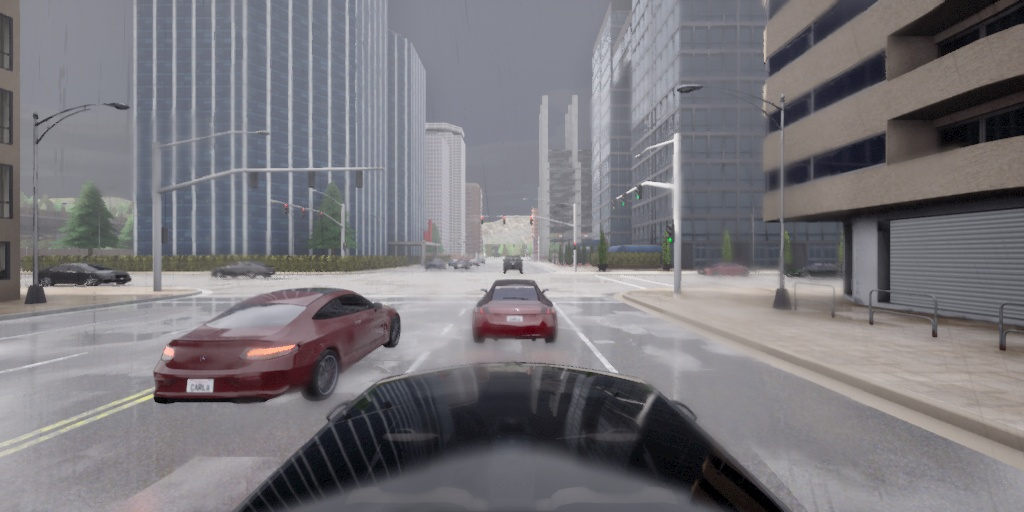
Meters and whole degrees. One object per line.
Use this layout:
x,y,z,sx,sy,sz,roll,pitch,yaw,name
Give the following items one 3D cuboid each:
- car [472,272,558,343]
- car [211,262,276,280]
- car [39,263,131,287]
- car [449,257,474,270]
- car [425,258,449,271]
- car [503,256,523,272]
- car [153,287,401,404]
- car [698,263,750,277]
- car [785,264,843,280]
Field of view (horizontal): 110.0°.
0.079,1.312,9.669,1.994,1.385,4.181,0,0,0,car
-23.047,1.234,30.818,4.902,1.511,2.128,0,0,3,car
-28.312,1.249,23.808,4.892,1.490,1.837,0,0,1,car
-7.071,1.227,50.885,2.128,1.511,4.902,0,0,0,car
-10.572,1.091,49.727,2.097,1.767,4.553,0,0,0,car
0.114,0.962,42.432,2.150,2.045,5.566,0,0,0,car
-3.441,1.275,6.279,1.812,1.442,4.674,0,0,0,car
20.043,1.306,34.004,4.181,1.385,1.994,0,0,1,car
25.824,1.344,30.443,4.718,1.301,1.895,0,0,1,car
